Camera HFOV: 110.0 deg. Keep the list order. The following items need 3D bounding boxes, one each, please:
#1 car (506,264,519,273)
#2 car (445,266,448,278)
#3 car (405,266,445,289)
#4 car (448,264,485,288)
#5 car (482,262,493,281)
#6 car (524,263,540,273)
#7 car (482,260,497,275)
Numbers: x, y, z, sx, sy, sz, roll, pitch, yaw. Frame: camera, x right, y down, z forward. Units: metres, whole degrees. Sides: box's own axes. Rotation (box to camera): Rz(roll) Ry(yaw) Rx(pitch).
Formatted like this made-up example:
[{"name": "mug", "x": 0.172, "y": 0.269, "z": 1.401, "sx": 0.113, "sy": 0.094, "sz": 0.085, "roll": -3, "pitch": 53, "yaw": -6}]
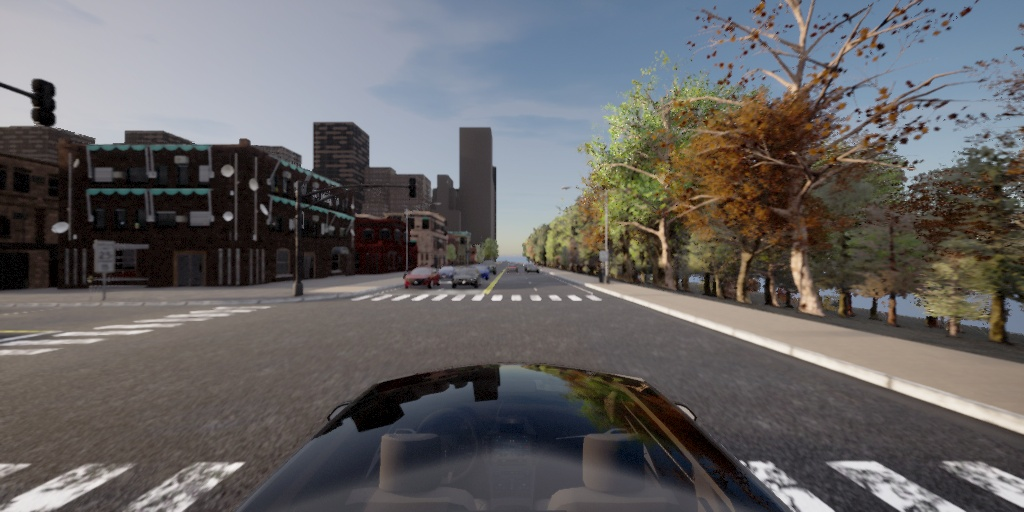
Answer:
[{"name": "car", "x": 0.095, "y": 2.017, "z": 58.980, "sx": 2.128, "sy": 1.511, "sz": 4.902, "roll": 0, "pitch": -1, "yaw": 0}, {"name": "car", "x": -6.600, "y": 1.758, "z": 37.208, "sx": 1.812, "sy": 1.442, "sz": 4.674, "roll": 0, "pitch": -1, "yaw": 0}, {"name": "car", "x": -6.606, "y": 1.571, "z": 26.936, "sx": 1.882, "sy": 1.535, "sz": 5.008, "roll": 0, "pitch": -1, "yaw": -1}, {"name": "car", "x": -3.352, "y": 1.602, "z": 27.280, "sx": 1.837, "sy": 1.490, "sz": 4.892, "roll": 0, "pitch": -1, "yaw": 0}, {"name": "car", "x": -3.351, "y": 1.714, "z": 37.561, "sx": 1.882, "sy": 1.535, "sz": 5.008, "roll": 0, "pitch": -1, "yaw": 0}, {"name": "car", "x": 3.341, "y": 2.068, "z": 57.453, "sx": 1.994, "sy": 1.385, "sz": 4.181, "roll": 0, "pitch": -1, "yaw": 1}, {"name": "car", "x": -3.335, "y": 1.637, "z": 50.754, "sx": 2.150, "sy": 2.045, "sz": 5.566, "roll": 0, "pitch": -1, "yaw": 0}]
